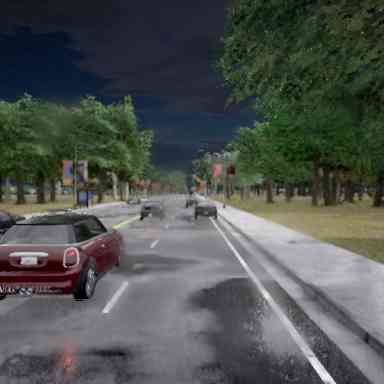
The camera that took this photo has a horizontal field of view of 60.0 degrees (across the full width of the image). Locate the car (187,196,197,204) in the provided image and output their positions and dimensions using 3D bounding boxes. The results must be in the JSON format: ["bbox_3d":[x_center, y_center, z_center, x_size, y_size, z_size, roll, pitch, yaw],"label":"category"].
[{"bbox_3d":[0.004,1.555,63.230,1.812,1.442,4.674,0,0,0],"label":"car"}]

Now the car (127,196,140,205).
[{"bbox_3d":[-9.805,1.516,56.390,2.128,1.511,4.902,0,0,0],"label":"car"}]

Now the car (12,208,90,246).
[{"bbox_3d":[-6.598,1.570,16.129,1.994,1.385,4.181,0,0,0],"label":"car"}]

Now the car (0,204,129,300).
[{"bbox_3d":[-3.149,1.355,8.559,2.097,1.767,4.553,0,0,0],"label":"car"}]

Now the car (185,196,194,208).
[{"bbox_3d":[0.015,1.525,48.954,1.837,1.490,4.892,0,0,0],"label":"car"}]

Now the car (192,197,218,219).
[{"bbox_3d":[1.139,1.489,28.766,1.882,1.535,5.008,0,0,0],"label":"car"}]

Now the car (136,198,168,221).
[{"bbox_3d":[-3.148,1.515,27.769,1.837,1.490,4.892,0,0,0],"label":"car"}]
